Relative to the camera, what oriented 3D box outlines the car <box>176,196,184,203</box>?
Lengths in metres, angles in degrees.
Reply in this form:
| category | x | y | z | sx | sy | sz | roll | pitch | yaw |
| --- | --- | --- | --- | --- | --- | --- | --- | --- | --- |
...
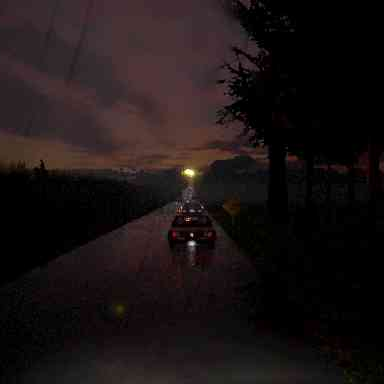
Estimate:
| category | x | y | z | sx | sy | sz | roll | pitch | yaw |
| --- | --- | --- | --- | --- | --- | --- | --- | --- | --- |
| car | -2.748 | 1.687 | 75.999 | 1.812 | 1.442 | 4.674 | 0 | 0 | 0 |

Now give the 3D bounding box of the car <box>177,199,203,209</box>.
| category | x | y | z | sx | sy | sz | roll | pitch | yaw |
| --- | --- | --- | --- | --- | --- | --- | --- | --- | --- |
| car | 0.001 | 1.628 | 29.681 | 2.033 | 1.411 | 5.357 | 0 | 0 | 0 |

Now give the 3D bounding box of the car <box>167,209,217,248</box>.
| category | x | y | z | sx | sy | sz | roll | pitch | yaw |
| --- | --- | --- | --- | --- | --- | --- | --- | --- | --- |
| car | 0.001 | 1.629 | 14.695 | 1.895 | 1.301 | 4.718 | 0 | 0 | 0 |

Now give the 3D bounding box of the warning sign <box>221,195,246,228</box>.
| category | x | y | z | sx | sy | sz | roll | pitch | yaw |
| --- | --- | --- | --- | --- | --- | --- | --- | --- | --- |
| warning sign | 2.492 | 1.144 | 20.118 | 1.300 | 1.860 | 1.060 | 3 | 2 | 0 |
